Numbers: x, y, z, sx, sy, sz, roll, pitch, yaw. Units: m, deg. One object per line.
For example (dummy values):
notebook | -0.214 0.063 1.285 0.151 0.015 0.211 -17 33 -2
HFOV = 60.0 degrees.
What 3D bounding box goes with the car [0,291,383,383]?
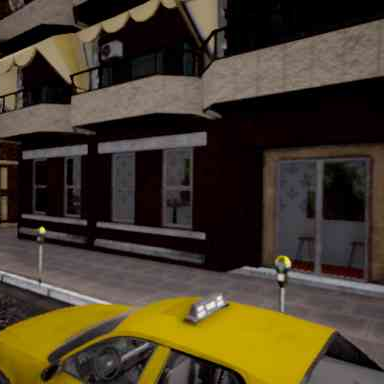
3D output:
car | -0.096 1.517 2.778 4.829 1.417 1.752 0 1 36
